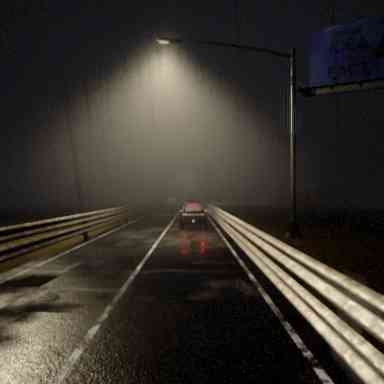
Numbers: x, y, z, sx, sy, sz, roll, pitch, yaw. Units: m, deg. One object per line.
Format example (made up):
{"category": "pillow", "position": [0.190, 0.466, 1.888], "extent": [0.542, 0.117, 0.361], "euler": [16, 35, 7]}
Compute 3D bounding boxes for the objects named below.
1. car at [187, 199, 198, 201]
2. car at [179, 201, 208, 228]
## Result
{"category": "car", "position": [0.099, 1.644, 41.520], "extent": [2.097, 1.767, 4.553], "euler": [0, 0, 0]}
{"category": "car", "position": [0.100, 1.658, 23.457], "extent": [2.128, 1.511, 4.902], "euler": [0, 0, 0]}
